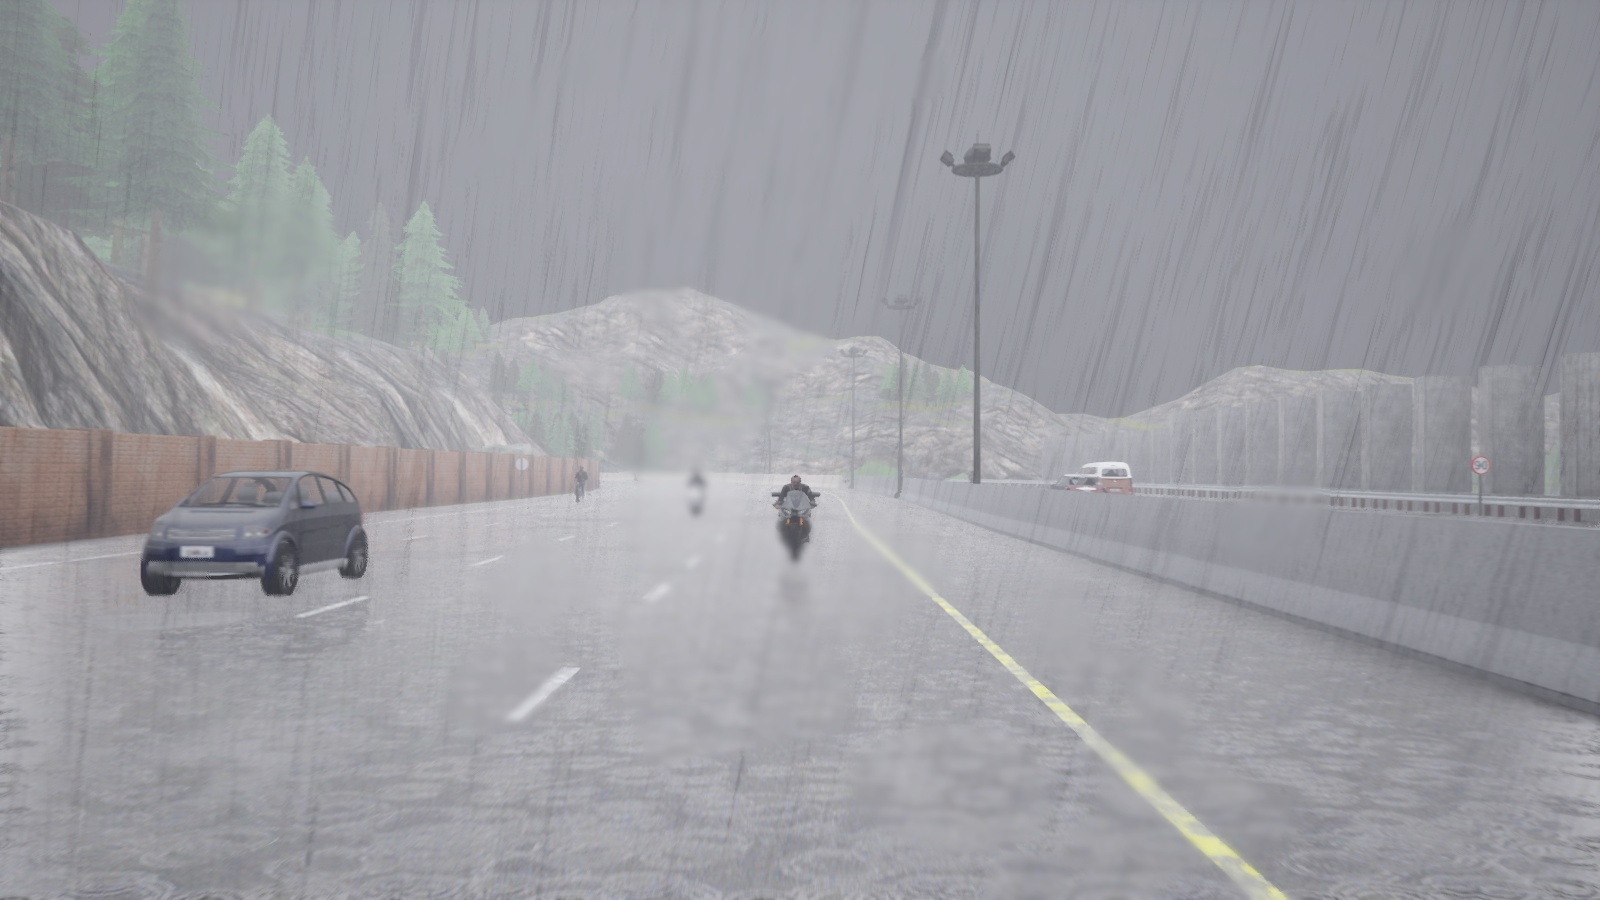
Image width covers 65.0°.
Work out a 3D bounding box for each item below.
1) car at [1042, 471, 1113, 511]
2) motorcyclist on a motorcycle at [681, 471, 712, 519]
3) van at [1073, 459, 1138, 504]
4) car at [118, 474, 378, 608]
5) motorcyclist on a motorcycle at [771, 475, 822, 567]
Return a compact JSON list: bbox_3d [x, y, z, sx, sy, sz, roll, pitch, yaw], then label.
[{"bbox_3d":[10.665,1.550,48.521,1.970,1.475,3.806,0,-1,1],"label":"car"},{"bbox_3d":[-3.469,1.488,42.200,0.866,1.590,1.817,0,-1,1],"label":"motorcyclist on a motorcycle"},{"bbox_3d":[14.397,1.476,59.401,2.069,2.038,4.480,0,-1,1],"label":"van"},{"bbox_3d":[-7.044,1.099,16.472,1.789,1.549,3.705,0,-1,0],"label":"car"},{"bbox_3d":[-0.063,1.222,22.233,0.866,1.530,2.191,0,-2,0],"label":"motorcyclist on a motorcycle"}]
